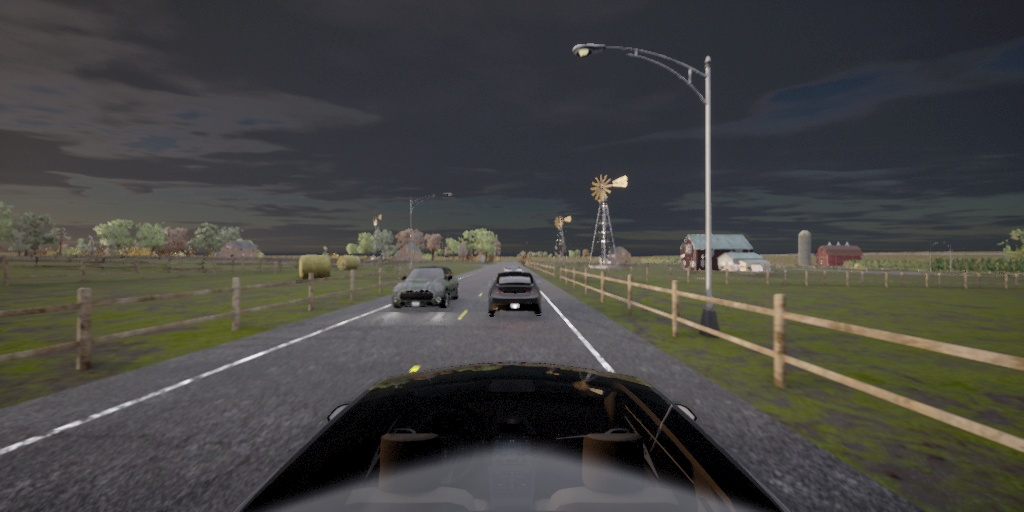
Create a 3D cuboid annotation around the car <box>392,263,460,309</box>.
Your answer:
[{"bbox_3d":[-3.601,1.221,15.657,2.097,1.767,4.553,0,0,0],"label":"car"}]

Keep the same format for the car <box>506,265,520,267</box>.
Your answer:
[{"bbox_3d":[0.096,1.674,39.107,1.895,1.301,4.718,0,0,0],"label":"car"}]

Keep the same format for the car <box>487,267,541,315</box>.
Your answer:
[{"bbox_3d":[0.100,1.363,14.061,1.837,1.490,4.892,0,0,0],"label":"car"}]
